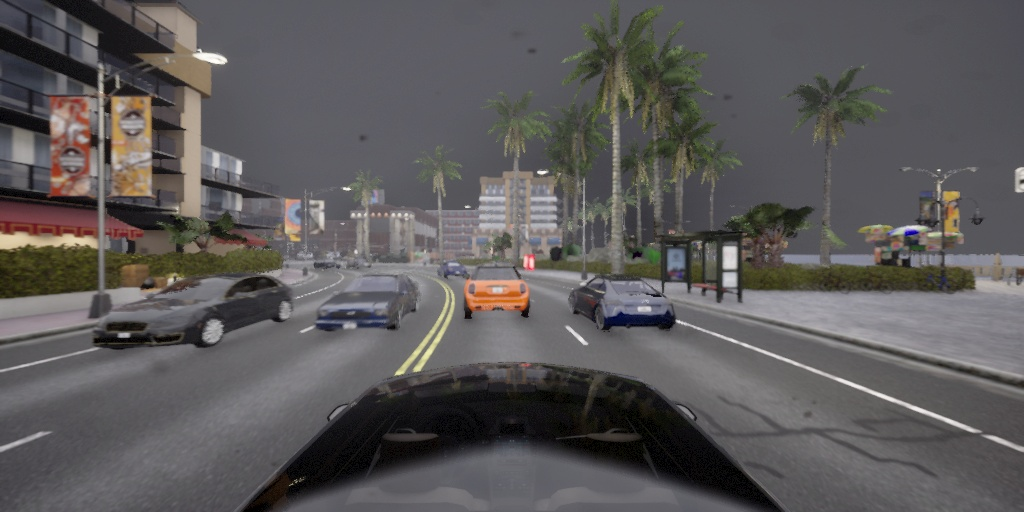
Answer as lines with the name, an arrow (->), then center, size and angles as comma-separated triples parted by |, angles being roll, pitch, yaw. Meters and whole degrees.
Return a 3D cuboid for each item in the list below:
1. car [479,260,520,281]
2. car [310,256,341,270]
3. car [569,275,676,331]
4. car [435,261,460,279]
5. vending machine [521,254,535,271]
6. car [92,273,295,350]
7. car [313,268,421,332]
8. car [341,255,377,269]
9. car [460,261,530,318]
car -> -1.162, 1.122, 30.117 | 2.128, 1.511, 4.902 | 0, 0, -19
car -> -25.057, 1.100, 48.665 | 5.357, 1.411, 2.033 | 0, 0, 42
car -> 3.110, 1.275, 10.889 | 1.994, 1.385, 4.181 | 0, 0, -5
car -> -5.222, 1.152, 31.020 | 1.812, 1.442, 4.674 | 0, 0, -21
vending machine -> 2.043, 0.777, 41.749 | 1.100, 2.100, 0.880 | 0, 0, -26
car -> -7.487, 1.224, 9.145 | 1.837, 1.490, 4.892 | 0, 0, -5
car -> -4.058, 1.258, 11.088 | 2.033, 1.411, 5.357 | 0, 0, -5
car -> -21.209, 1.039, 49.683 | 4.902, 1.511, 2.128 | 0, 0, 44
car -> -0.683, 1.054, 13.069 | 2.097, 1.767, 4.553 | 0, 0, -7
